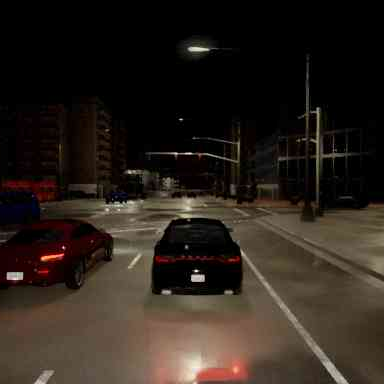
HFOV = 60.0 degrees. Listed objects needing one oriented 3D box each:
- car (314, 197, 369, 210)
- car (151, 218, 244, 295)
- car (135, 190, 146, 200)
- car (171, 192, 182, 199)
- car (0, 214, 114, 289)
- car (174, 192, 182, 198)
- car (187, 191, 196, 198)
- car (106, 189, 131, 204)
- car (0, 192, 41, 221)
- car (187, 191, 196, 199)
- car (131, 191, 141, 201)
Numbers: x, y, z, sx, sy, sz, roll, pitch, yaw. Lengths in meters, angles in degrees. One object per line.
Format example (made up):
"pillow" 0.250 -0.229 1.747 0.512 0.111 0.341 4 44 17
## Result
"car" 14.731 1.125 33.019 4.718 1.301 1.895 0 1 0
"car" 0.097 1.390 8.545 1.882 1.535 5.008 0 1 0
"car" -10.588 0.530 67.543 2.150 2.045 5.566 0 0 0
"car" -3.588 0.804 75.681 1.812 1.442 4.674 0 0 0
"car" -3.412 1.433 8.744 1.812 1.442 4.674 0 1 0
"car" -3.600 0.681 85.683 1.837 1.490 4.892 0 0 0
"car" -0.102 0.602 86.905 2.097 1.767 4.553 0 0 0
"car" -10.625 0.617 47.258 2.150 2.045 5.566 0 0 0
"car" -10.166 1.024 16.995 2.150 2.045 5.566 0 1 12
"car" -0.084 0.756 76.680 1.882 1.535 5.008 0 0 0
"car" -10.616 0.941 57.333 1.895 1.301 4.718 0 0 0
